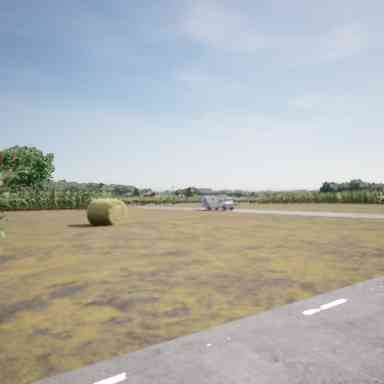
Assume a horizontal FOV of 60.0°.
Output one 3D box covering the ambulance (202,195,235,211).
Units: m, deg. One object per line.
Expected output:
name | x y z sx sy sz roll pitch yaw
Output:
ambulance | 4.372 1.763 54.492 2.351 2.431 6.366 0 -1 -35
